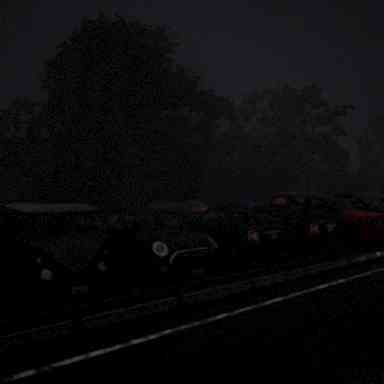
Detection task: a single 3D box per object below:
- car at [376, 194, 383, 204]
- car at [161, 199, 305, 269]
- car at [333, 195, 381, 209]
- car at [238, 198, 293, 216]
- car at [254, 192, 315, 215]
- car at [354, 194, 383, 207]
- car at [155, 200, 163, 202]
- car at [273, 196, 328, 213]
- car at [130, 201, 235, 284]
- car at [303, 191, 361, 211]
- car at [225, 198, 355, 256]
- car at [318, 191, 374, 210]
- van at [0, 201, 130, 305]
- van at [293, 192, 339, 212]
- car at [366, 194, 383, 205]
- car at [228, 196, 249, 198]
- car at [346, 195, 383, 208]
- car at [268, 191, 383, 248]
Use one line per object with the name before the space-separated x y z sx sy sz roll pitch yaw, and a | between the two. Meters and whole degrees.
car | 29.407 1.011 47.591 2.231 1.521 4.892 -1 1 -36
car | 1.144 1.292 11.287 2.185 1.767 4.553 -1 0 -36
car | 20.349 1.185 41.160 2.163 1.488 4.792 -1 0 -36
car | 6.832 1.325 31.431 2.163 1.488 4.792 -1 0 -36
car | 9.055 1.023 33.090 2.435 2.045 5.566 -1 0 -36
car | 24.777 1.086 44.517 1.946 1.575 5.366 -1 1 -36
car | -2.222 1.381 25.003 2.231 1.521 4.892 -1 0 -36
car | 11.224 1.250 34.833 1.946 1.575 5.366 -1 0 -36
car | -1.173 1.314 9.708 2.185 1.767 4.553 -1 0 -36
car | 15.830 0.959 37.931 2.435 2.045 5.566 -1 0 -36
car | 3.425 1.271 12.917 2.185 1.767 4.553 -1 0 -36
car | 18.122 0.933 39.499 2.435 2.045 5.566 -1 0 -36
van | -3.368 1.235 7.957 1.878 1.987 4.442 -1 0 -36
van | 13.520 1.006 36.389 1.878 1.987 4.442 -1 0 -36
car | 27.147 1.051 45.977 2.097 1.535 5.008 -1 1 -36
car | 4.537 1.191 29.864 2.185 1.767 4.553 -1 0 -36
car | 22.647 1.156 42.731 2.163 1.488 4.792 -1 0 -36
car | 5.703 1.124 14.548 2.435 2.045 5.566 -1 0 -36
